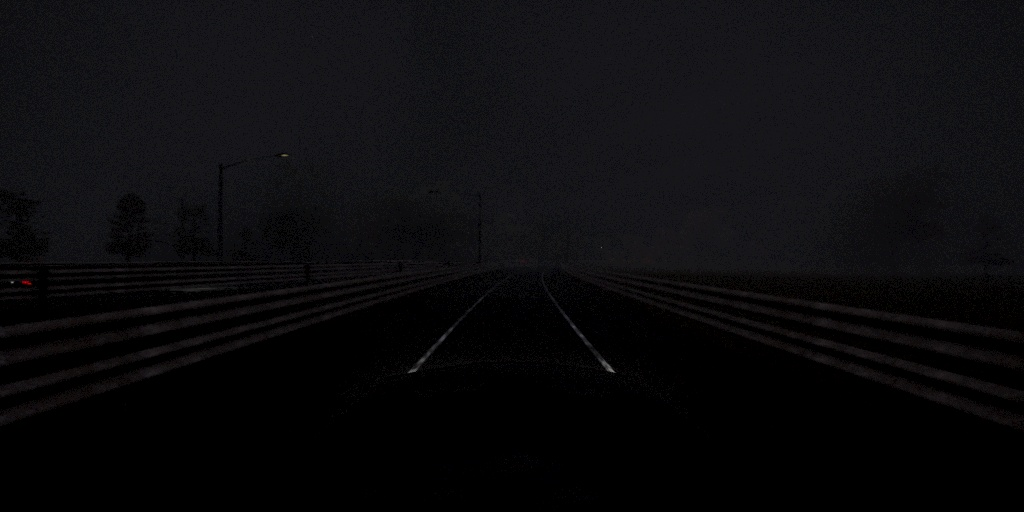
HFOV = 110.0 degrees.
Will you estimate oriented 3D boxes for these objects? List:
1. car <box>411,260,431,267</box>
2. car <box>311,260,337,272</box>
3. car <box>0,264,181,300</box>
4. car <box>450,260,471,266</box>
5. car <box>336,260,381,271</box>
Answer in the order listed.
[{"bbox_3d":[-14.646,1.372,58.439,2.128,1.511,4.902,0,-1,15],"label":"car"},{"bbox_3d":[-19.539,1.187,39.092,2.128,1.511,4.902,0,-1,14],"label":"car"},{"bbox_3d":[-17.657,1.035,15.488,2.033,1.411,5.357,0,-1,12],"label":"car"},{"bbox_3d":[-9.646,1.428,63.469,2.128,1.511,4.902,0,-1,16],"label":"car"},{"bbox_3d":[-16.099,1.299,38.482,1.895,1.301,4.718,0,-1,14],"label":"car"}]
